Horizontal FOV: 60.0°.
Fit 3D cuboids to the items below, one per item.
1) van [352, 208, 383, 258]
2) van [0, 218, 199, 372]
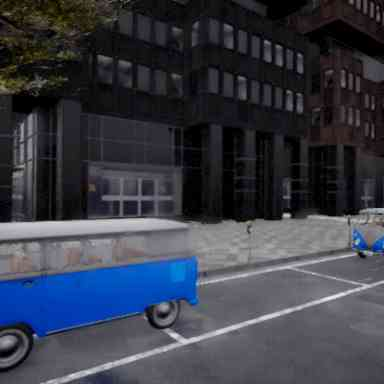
[{"bbox_3d":[7.369,1.460,11.885,3.998,1.788,1.690,1,0,-35],"label":"van"},{"bbox_3d":[-1.786,1.355,5.371,3.998,1.788,1.690,1,0,-35],"label":"van"}]
